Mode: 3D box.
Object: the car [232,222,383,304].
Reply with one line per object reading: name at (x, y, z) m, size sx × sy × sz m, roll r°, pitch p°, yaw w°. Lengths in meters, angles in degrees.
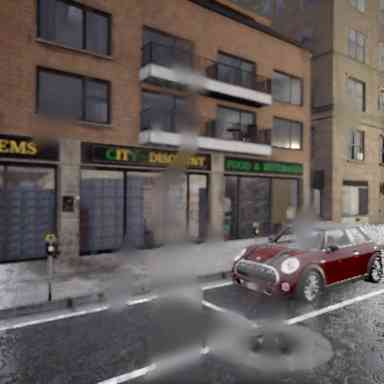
car at (2.927, 1.510, 8.275) m, size 4.097 × 1.590 × 1.967 m, roll 1°, pitch 0°, yaw -35°
